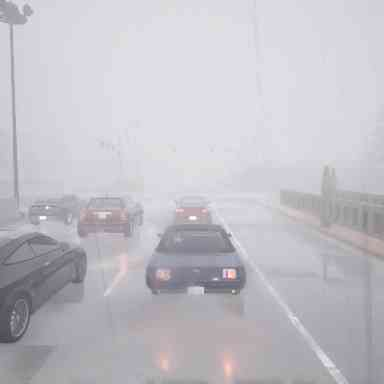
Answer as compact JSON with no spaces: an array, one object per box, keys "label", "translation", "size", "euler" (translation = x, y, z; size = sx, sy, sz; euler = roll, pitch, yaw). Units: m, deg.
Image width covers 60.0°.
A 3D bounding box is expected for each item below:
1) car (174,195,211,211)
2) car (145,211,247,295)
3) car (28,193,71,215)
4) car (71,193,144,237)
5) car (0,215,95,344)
[{"label":"car","translation":[0.023,0.878,17.361],"size":[1.812,1.442,4.674],"euler":[0,3,0]},{"label":"car","translation":[0.069,1.429,8.289],"size":[1.895,1.301,4.718],"euler":[0,2,0]},{"label":"car","translation":[-6.981,0.821,17.926],"size":[1.837,1.490,4.892],"euler":[0,3,0]},{"label":"car","translation":[-3.466,0.841,14.932],"size":[2.097,1.767,4.553],"euler":[0,3,0]},{"label":"car","translation":[-3.425,1.426,6.137],"size":[1.812,1.442,4.674],"euler":[0,2,0]}]
